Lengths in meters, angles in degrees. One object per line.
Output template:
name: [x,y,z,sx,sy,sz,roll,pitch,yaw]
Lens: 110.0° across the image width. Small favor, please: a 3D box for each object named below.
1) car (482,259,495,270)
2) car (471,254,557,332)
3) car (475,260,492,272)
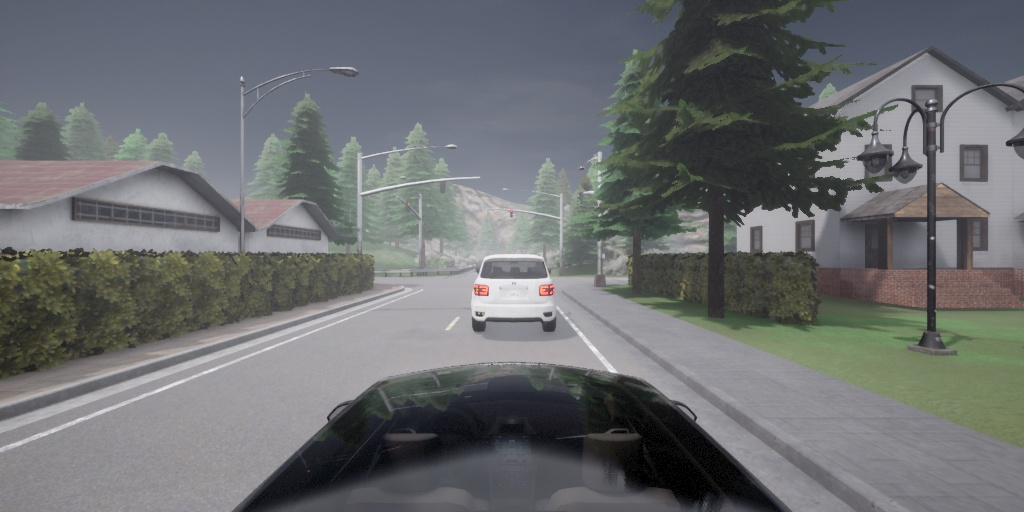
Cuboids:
car: [-3.600,1.276,55.315,1.812,1.442,4.674,0,0,0]
car: [0.064,0.971,11.003,2.150,2.045,5.566,0,0,0]
car: [-3.601,1.255,46.078,1.837,1.490,4.892,0,0,0]
